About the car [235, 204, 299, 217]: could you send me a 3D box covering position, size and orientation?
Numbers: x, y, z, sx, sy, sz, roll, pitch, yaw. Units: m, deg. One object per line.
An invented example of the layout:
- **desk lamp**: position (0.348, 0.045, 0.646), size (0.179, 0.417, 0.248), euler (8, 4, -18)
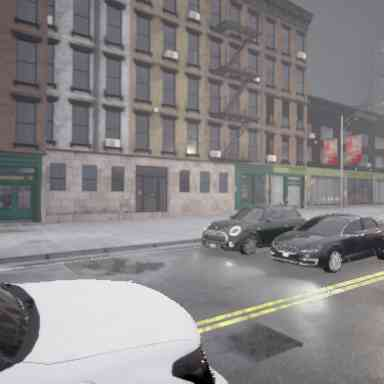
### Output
- **car**: position (2.600, 1.325, 13.192), size (4.553, 1.767, 2.097), euler (0, 0, -34)

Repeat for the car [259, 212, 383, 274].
- **car**: position (4.618, 1.476, 10.633), size (4.892, 1.490, 1.837), euler (0, 0, -34)

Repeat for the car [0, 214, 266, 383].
- **car**: position (-2.393, 1.223, 1.730), size (5.566, 2.045, 2.150), euler (0, 0, -34)
